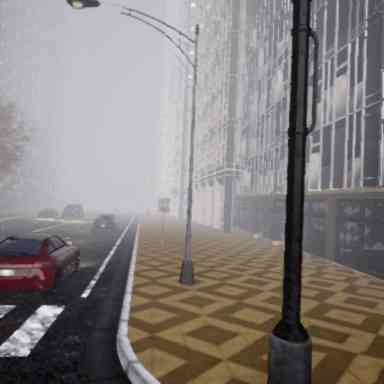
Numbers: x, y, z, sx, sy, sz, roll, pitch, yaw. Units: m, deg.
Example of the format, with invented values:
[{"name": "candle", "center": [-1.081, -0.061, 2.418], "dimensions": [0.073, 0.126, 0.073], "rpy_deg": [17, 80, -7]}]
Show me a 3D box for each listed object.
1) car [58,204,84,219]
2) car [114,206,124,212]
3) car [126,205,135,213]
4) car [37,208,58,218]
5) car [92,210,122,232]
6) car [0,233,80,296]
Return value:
[{"name": "car", "center": [-16.667, 2.700, 46.690], "dimensions": [2.150, 2.045, 5.566], "rpy_deg": [3, -3, -9]}, {"name": "car", "center": [-19.841, 4.770, 89.089], "dimensions": [2.033, 1.411, 5.357], "rpy_deg": [3, -3, -9]}, {"name": "car", "center": [-16.628, 4.861, 89.574], "dimensions": [1.882, 1.535, 5.008], "rpy_deg": [3, -3, -9]}, {"name": "car", "center": [-19.896, 2.890, 46.223], "dimensions": [1.994, 1.385, 4.181], "rpy_deg": [3, -3, -9]}, {"name": "car", "center": [-7.334, 2.561, 28.397], "dimensions": [1.812, 1.442, 4.674], "rpy_deg": [3, -3, -9]}, {"name": "car", "center": [-4.484, 1.865, 9.456], "dimensions": [1.994, 1.385, 4.181], "rpy_deg": [3, -3, -9]}]
